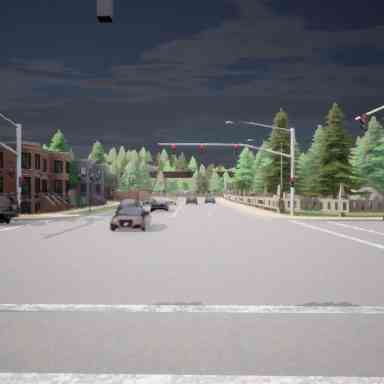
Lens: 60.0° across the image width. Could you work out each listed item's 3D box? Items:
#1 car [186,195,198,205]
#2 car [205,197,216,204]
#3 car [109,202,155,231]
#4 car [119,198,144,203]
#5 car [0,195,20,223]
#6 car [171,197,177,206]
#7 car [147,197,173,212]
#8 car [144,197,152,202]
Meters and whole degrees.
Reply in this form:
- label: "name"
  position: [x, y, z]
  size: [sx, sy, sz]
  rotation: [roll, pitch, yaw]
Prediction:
- label: "car"
  position: [-0.063, 1.352, 60.224]
  size: [2.097, 1.767, 4.553]
  rotation: [0, 0, 0]
- label: "car"
  position: [3.532, 1.564, 65.205]
  size: [1.994, 1.385, 4.181]
  rotation: [0, 0, 0]
- label: "car"
  position: [-3.620, 1.564, 20.207]
  size: [1.994, 1.385, 4.181]
  rotation: [0, 0, 0]
- label: "car"
  position: [-7.135, 1.477, 38.060]
  size: [1.882, 1.535, 5.008]
  rotation: [0, 0, 0]
- label: "car"
  position: [-14.923, 1.221, 22.870]
  size: [5.566, 2.045, 2.150]
  rotation: [0, 1, -3]
- label: "car"
  position: [-3.558, 1.515, 55.666]
  size: [1.882, 1.535, 5.008]
  rotation: [0, 0, 0]
- label: "car"
  position: [-3.635, 1.601, 38.547]
  size: [1.895, 1.301, 4.718]
  rotation: [0, 0, 0]
- label: "car"
  position: [-7.058, 1.593, 55.662]
  size: [1.994, 1.385, 4.181]
  rotation: [0, 0, 0]
